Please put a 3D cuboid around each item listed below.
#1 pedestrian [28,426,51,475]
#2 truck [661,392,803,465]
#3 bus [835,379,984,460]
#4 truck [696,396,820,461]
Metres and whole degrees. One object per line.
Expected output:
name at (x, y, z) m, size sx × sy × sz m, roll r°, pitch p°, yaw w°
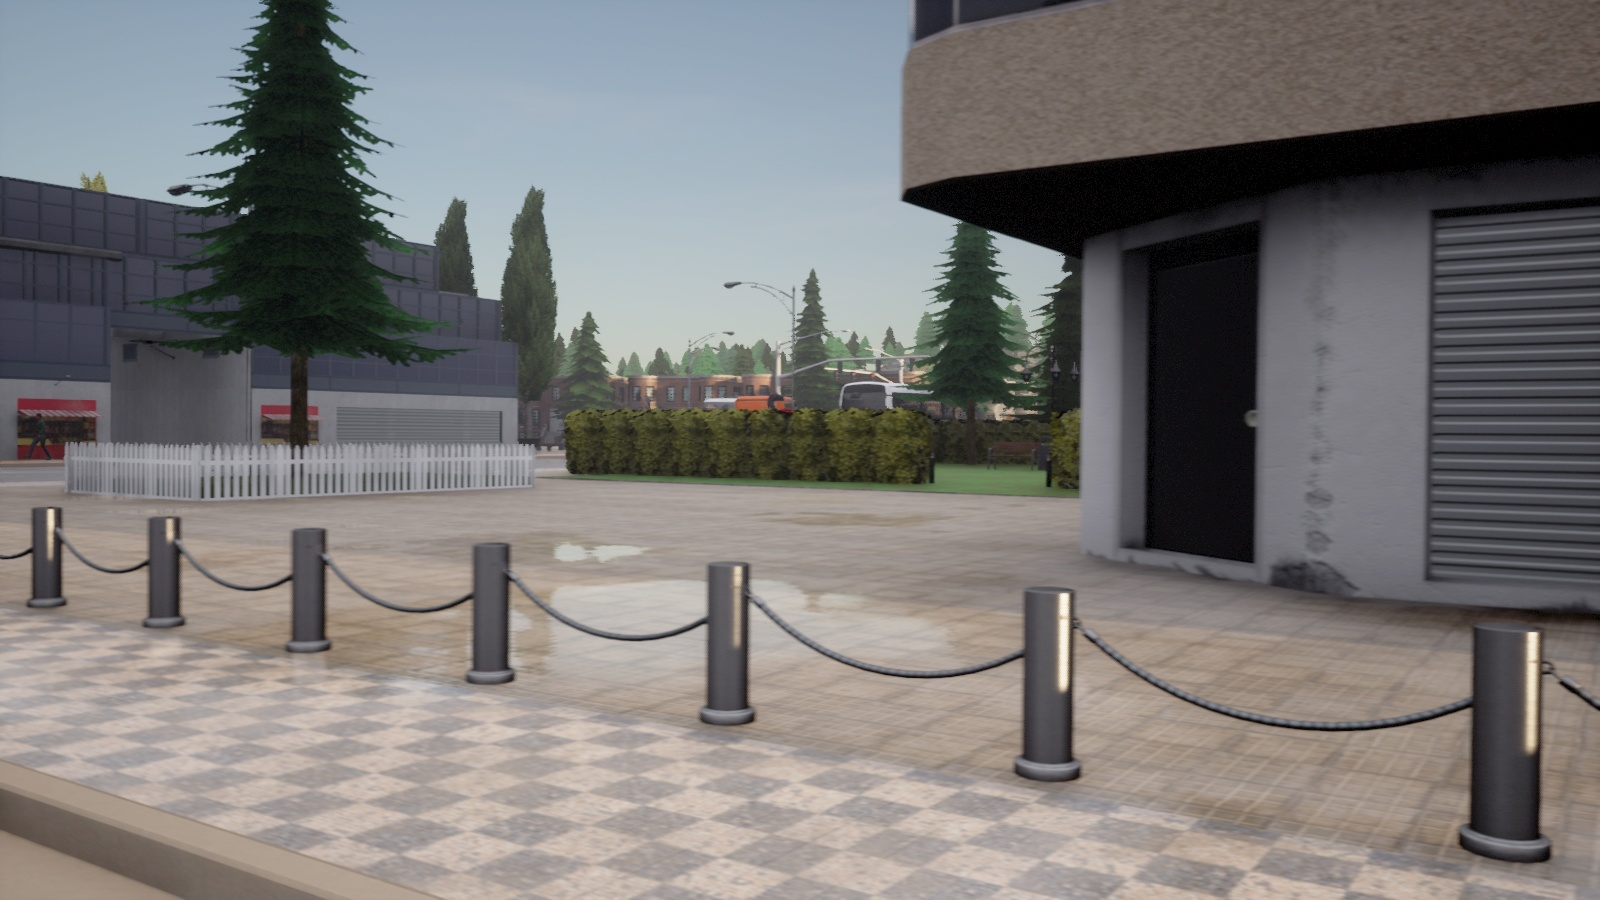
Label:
pedestrian at (-28.730, 0.003, 47.459) m, size 0.353 × 1.847 × 0.614 m, roll 0°, pitch 1°, yaw 32°
truck at (-3.266, -1.082, 63.116) m, size 2.891 × 3.462 × 7.936 m, roll 0°, pitch 1°, yaw 34°
bus at (6.388, -1.676, 71.257) m, size 3.944 × 4.253 × 10.273 m, roll 0°, pitch 1°, yaw 34°
truck at (-2.240, -1.199, 70.946) m, size 2.891 × 3.462 × 7.936 m, roll 0°, pitch 1°, yaw 34°
